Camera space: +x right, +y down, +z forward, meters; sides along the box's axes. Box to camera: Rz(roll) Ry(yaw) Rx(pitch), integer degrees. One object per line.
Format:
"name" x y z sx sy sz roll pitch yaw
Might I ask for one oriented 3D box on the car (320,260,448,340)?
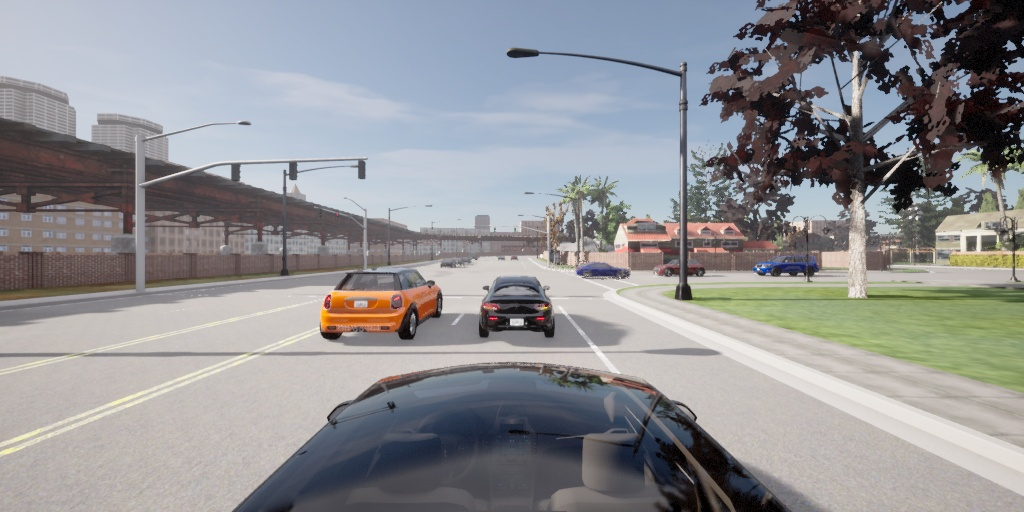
"car" -3.372 1.102 10.178 2.097 1.767 4.553 0 0 1

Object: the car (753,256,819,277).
"car" 26.954 0.971 35.285 5.566 2.045 2.150 0 0 -2

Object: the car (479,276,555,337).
"car" 0.126 1.276 10.123 1.812 1.442 4.674 0 0 0

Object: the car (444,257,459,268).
"car" -10.239 1.093 57.822 1.882 1.535 5.008 0 1 1

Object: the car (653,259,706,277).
"car" 16.291 1.103 35.072 4.553 1.767 2.097 0 0 -1

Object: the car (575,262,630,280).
"car" 7.855 1.272 31.326 4.674 1.442 1.812 0 0 4
